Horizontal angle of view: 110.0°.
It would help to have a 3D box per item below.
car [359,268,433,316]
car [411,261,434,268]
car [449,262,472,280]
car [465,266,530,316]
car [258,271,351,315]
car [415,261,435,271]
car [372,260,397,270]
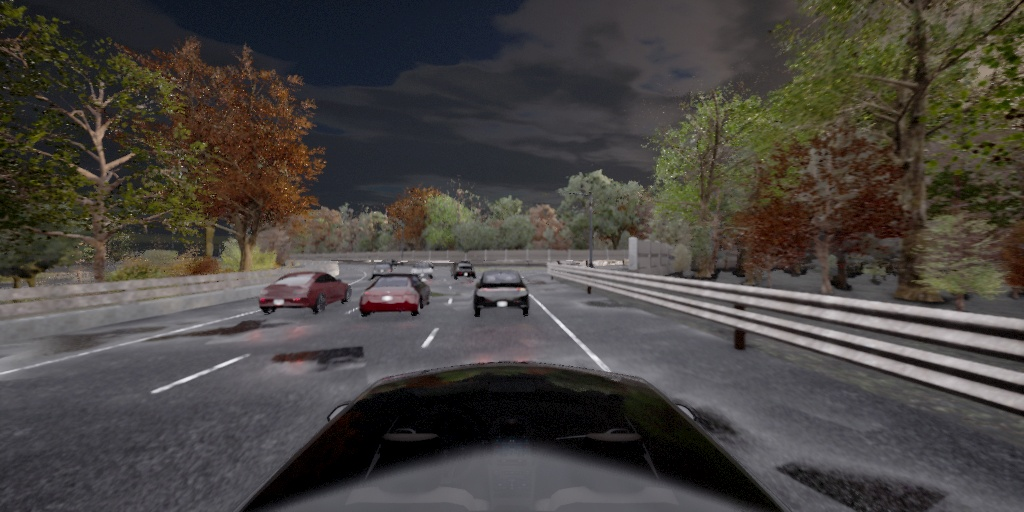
[{"bbox_3d":[-4.269,1.341,13.607,1.994,1.385,4.181,0,0,-7],"label":"car"},{"bbox_3d":[-8.722,1.413,34.394,1.895,1.301,4.718,0,0,-18],"label":"car"},{"bbox_3d":[-4.513,1.298,32.521,1.837,1.490,4.892,0,0,-15],"label":"car"},{"bbox_3d":[-0.421,1.253,13.371,2.128,1.511,4.902,0,0,-3],"label":"car"},{"bbox_3d":[-7.797,1.318,13.869,1.812,1.442,4.674,0,0,-7],"label":"car"},{"bbox_3d":[-13.214,1.447,53.985,1.895,1.301,4.718,0,0,-27],"label":"car"},{"bbox_3d":[-12.110,1.374,33.678,2.033,1.411,5.357,0,0,-18],"label":"car"}]
